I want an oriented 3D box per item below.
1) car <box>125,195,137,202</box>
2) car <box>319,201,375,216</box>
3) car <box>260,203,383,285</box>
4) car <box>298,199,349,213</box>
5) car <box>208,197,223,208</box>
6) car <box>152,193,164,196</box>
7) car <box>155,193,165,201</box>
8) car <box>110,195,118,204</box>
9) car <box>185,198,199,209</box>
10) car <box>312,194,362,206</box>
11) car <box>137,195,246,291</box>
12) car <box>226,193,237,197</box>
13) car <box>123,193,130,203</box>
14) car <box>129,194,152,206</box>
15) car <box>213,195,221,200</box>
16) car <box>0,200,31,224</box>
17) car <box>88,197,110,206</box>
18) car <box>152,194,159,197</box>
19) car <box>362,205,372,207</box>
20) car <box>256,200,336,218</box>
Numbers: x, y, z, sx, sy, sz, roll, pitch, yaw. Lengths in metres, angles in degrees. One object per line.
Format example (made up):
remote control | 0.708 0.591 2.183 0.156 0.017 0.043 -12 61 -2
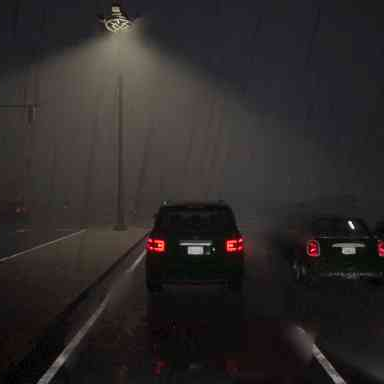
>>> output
car | -15.061 1.525 82.036 2.128 1.511 4.902 0 0 0
car | 15.193 1.601 32.791 4.718 1.301 1.895 0 0 3
car | 3.571 1.352 9.684 2.097 1.767 4.553 0 0 0
car | 14.271 1.506 36.338 4.892 1.490 1.837 0 0 3
car | 3.458 1.547 49.663 2.033 1.411 5.357 0 0 1
car | -8.063 1.225 73.498 2.150 2.045 5.566 0 0 0
car | -8.042 1.210 84.270 2.150 2.045 5.566 0 0 0
car | -15.108 1.601 62.040 1.895 1.301 4.718 0 0 0
car | -0.003 1.601 47.415 1.895 1.301 4.718 0 0 0
car | 11.758 1.222 29.164 5.566 2.045 2.150 0 0 0
car | 0.072 1.221 9.116 2.150 2.045 5.566 0 0 0
car | 7.039 1.221 60.427 2.150 2.045 5.566 0 0 0
car | -15.062 1.225 71.936 2.150 2.045 5.566 0 0 0
car | -8.138 1.491 53.230 2.128 1.511 4.902 0 0 0
car | 7.164 1.552 95.117 1.994 1.385 4.181 0 0 1
car | -14.413 1.352 24.352 4.553 1.767 2.097 0 0 -2
car | -15.135 1.564 53.287 1.994 1.385 4.181 0 0 0
car | -8.108 1.547 62.977 2.033 1.411 5.357 0 0 1
car | 7.070 1.221 8.809 2.150 2.045 5.566 0 0 0
car | 7.746 1.547 25.466 5.357 1.411 2.033 0 0 -2
